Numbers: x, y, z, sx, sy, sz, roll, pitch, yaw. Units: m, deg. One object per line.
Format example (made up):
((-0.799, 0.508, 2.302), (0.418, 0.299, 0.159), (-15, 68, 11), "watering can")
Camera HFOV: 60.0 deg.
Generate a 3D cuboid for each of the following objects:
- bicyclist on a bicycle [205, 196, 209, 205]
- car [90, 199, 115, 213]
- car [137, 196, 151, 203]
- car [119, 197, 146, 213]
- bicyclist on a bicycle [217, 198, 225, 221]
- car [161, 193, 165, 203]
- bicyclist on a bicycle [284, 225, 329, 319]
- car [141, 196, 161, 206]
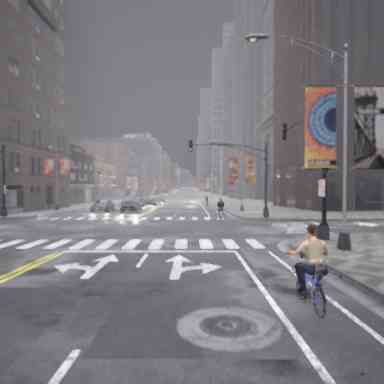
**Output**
((2.259, 1.423, 50.085), (0.582, 1.620, 1.656), (0, 0, 0), "bicyclist on a bicycle")
((-9.832, 1.502, 36.907), (1.812, 1.442, 4.674), (0, 0, 0), "car")
((-9.746, 1.486, 68.170), (2.033, 1.411, 5.357), (0, 0, 0), "car")
((-6.592, 1.577, 36.352), (1.895, 1.301, 4.718), (0, 0, 0), "car")
((2.249, 1.341, 26.004), (0.659, 1.776, 1.843), (0, 0, 0), "bicyclist on a bicycle")
((-6.497, 1.505, 67.776), (1.994, 1.385, 4.181), (0, 0, 0), "car")
((2.260, 1.429, 6.368), (0.866, 1.612, 1.509), (0, 0, 0), "bicyclist on a bicycle")
((-6.564, 1.516, 52.582), (2.033, 1.411, 5.357), (0, 0, 0), "car")
